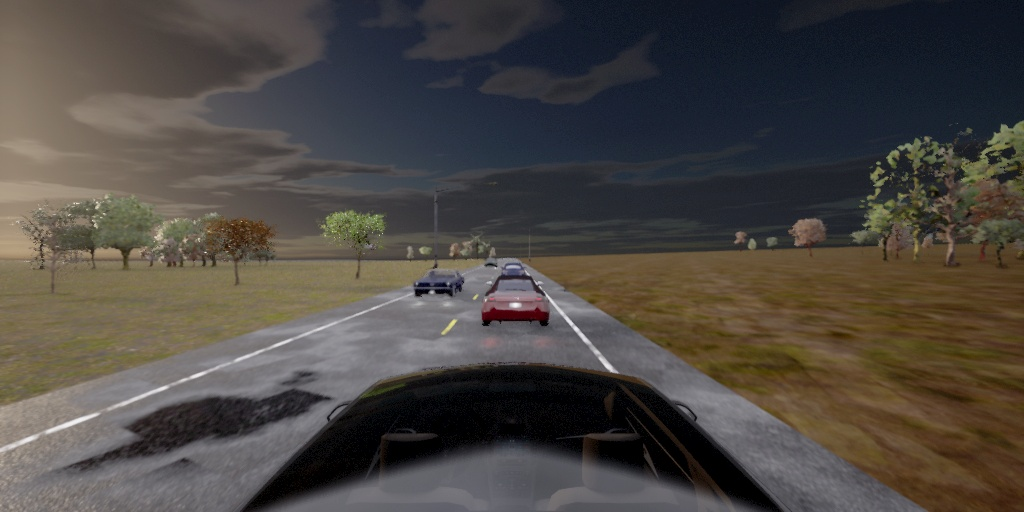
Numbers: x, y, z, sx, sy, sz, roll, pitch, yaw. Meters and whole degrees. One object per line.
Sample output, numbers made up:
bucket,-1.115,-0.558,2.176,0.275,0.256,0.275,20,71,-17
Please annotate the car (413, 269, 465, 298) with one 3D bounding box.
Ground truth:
car,-3.604,1.340,18.402,1.895,1.301,4.718,0,0,0

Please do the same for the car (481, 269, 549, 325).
car,0.097,1.308,11.770,1.994,1.385,4.181,0,0,0

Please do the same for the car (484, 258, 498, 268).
car,-3.552,1.060,61.084,2.097,1.767,4.553,0,0,1

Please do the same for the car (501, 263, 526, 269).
car,0.093,1.258,27.914,1.812,1.442,4.674,0,0,0
